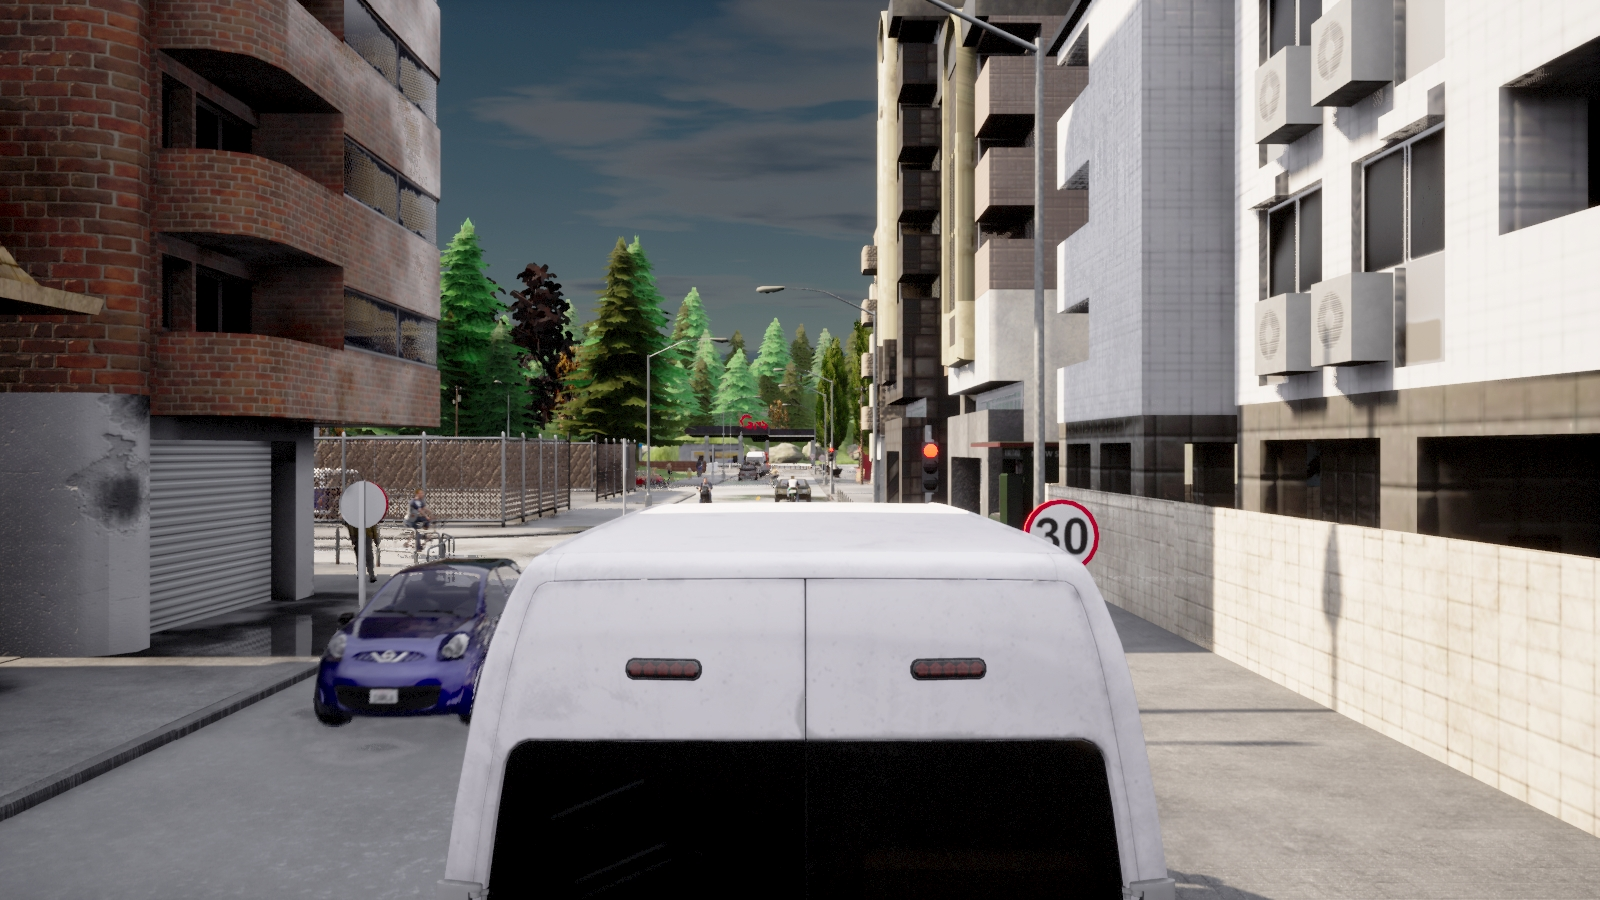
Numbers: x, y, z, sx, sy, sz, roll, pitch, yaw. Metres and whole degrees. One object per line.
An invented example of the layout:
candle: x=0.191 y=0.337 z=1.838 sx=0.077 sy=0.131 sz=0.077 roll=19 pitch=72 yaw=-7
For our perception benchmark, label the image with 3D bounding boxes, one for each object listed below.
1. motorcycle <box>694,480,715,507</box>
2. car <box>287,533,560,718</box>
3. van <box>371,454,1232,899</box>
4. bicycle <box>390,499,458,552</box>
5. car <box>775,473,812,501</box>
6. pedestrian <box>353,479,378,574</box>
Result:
motorcycle: x=-4.334 y=1.973 z=52.180 sx=0.803 sy=1.145 sz=2.033 roll=0 pitch=0 yaw=0
car: x=-3.984 y=1.813 z=12.756 sx=1.845 sy=1.501 sz=3.633 roll=0 pitch=0 yaw=0
van: x=-0.009 y=1.312 z=5.597 sx=1.988 sy=2.561 sz=5.915 roll=0 pitch=0 yaw=0
bicycle: x=-9.632 y=1.924 z=29.278 sx=1.643 sy=1.296 sz=0.373 roll=0 pitch=2 yaw=9
car: x=-0.339 y=1.912 z=60.159 sx=1.895 sy=1.301 sz=4.718 roll=0 pitch=0 yaw=0
pedestrian: x=-8.662 y=1.507 z=22.779 sx=0.375 sy=1.860 sz=0.375 roll=0 pitch=0 yaw=-35
